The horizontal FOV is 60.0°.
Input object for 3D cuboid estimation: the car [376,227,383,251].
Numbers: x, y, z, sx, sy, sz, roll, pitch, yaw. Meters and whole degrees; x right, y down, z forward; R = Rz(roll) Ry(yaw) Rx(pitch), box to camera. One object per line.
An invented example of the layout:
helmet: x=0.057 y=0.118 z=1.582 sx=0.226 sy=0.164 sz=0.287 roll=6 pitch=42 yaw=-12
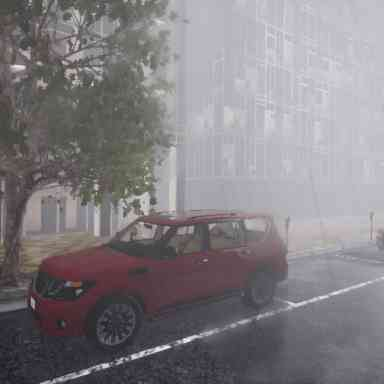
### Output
car: x=8.905 y=1.547 z=12.935 sx=4.507 sy=1.381 sz=1.887 roll=0 pitch=1 yaw=-36

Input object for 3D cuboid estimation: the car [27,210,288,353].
car: x=-0.291 y=1.316 z=6.344 sx=5.009 sy=1.841 sz=2.192 roll=0 pitch=1 yaw=-36
